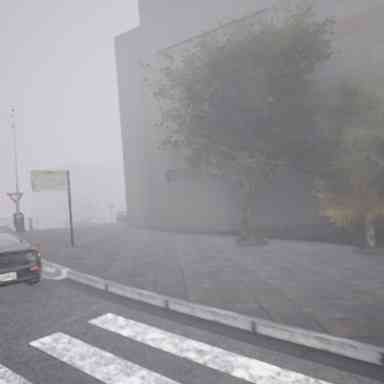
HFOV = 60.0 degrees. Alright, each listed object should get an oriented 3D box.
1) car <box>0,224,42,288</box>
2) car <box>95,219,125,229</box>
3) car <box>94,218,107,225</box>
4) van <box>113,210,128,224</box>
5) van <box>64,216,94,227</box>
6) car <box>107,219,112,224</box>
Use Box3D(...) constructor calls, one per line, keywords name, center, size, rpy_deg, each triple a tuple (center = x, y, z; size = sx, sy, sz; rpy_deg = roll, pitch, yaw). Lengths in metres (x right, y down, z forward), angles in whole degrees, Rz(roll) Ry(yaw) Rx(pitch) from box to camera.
Box3D(name="car", center=(-5.371, 1.511, 8.307), size=(4.674, 1.442, 1.812), rpy_deg=(1, 2, 43))
Box3D(name="car", center=(-15.238, 5.959, 61.592), size=(5.366, 1.575, 1.946), rpy_deg=(-7, -8, 24))
Box3D(name="car", center=(-17.470, 5.459, 56.359), size=(5.008, 1.535, 2.097), rpy_deg=(-7, -7, 24))
Box3D(name="van", center=(-8.430, 3.503, 46.478), size=(4.442, 1.987, 1.878), rpy_deg=(-7, -7, 24))
Box3D(name="van", center=(-18.749, 5.033, 53.921), size=(4.442, 1.987, 1.878), rpy_deg=(-7, -7, 24))
Box3D(name="car", center=(-16.275, 5.564, 58.881), size=(4.553, 1.767, 2.185), rpy_deg=(-7, -8, 24))
